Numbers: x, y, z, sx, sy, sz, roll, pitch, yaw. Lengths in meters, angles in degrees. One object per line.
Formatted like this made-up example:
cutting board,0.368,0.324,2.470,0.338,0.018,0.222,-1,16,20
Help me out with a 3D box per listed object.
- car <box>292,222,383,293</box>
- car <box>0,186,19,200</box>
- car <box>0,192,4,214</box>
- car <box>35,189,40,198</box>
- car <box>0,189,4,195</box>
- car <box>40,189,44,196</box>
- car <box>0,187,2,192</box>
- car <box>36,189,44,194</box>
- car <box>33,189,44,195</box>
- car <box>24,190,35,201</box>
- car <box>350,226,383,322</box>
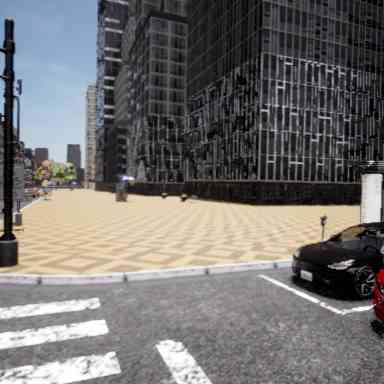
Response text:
car,4.465,1.421,7.843,4.313,1.339,1.947,0,2,-22
car,-28.318,0.082,51.564,2.150,2.045,5.566,1,1,-21
car,-15.402,0.947,25.555,1.887,1.381,4.507,0,1,-21
car,-27.775,0.342,57.105,1.887,1.381,4.507,0,1,-21
car,-43.773,-0.102,75.035,1.802,1.307,4.206,0,1,-21
car,-34.024,0.019,73.037,1.752,1.417,4.829,0,1,-21
car,-24.587,0.520,42.007,1.882,1.535,5.008,1,1,-21
car,-38.087,-0.119,83.396,1.802,1.307,4.206,0,1,-21
car,-36.024,-0.058,78.137,1.887,1.381,4.507,0,1,-21
car,-23.651,0.549,46.588,2.008,1.369,4.403,0,1,-21
car,5.216,1.417,5.350,5.008,1.535,1.882,0,2,-23
